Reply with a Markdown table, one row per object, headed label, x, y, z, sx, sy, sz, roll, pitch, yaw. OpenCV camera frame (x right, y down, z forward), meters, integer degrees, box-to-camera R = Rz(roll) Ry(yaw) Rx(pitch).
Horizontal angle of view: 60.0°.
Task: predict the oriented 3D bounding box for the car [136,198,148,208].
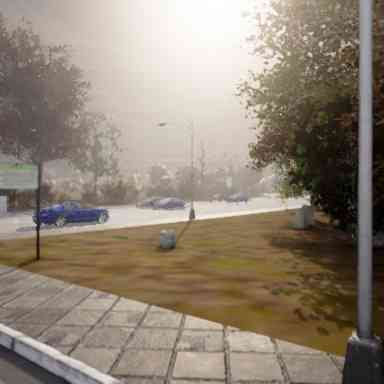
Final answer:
| label | x | y | z | sx | sy | sz | roll | pitch | yaw |
| --- | --- | --- | --- | --- | --- | --- | --- | --- | --- |
| car | -5.001 | 1.333 | 42.730 | 2.128 | 1.511 | 4.902 | 0 | 0 | 38 |

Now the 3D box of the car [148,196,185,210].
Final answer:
| label | x | y | z | sx | sy | sz | roll | pitch | yaw |
| --- | --- | --- | --- | --- | --- | --- | --- | --- | --- |
| car | -2.710 | 1.385 | 39.972 | 1.812 | 1.442 | 4.674 | 0 | 0 | 38 |

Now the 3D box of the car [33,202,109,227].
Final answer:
| label | x | y | z | sx | sy | sz | roll | pitch | yaw |
| --- | --- | --- | --- | --- | --- | --- | --- | --- | --- |
| car | -7.854 | 1.400 | 22.047 | 1.882 | 1.535 | 5.008 | 0 | 0 | 39 |

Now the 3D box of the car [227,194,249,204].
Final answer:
| label | x | y | z | sx | sy | sz | roll | pitch | yaw |
| --- | --- | --- | --- | --- | --- | --- | --- | --- | --- |
| car | 7.376 | 1.049 | 53.382 | 1.882 | 1.535 | 5.008 | 0 | 1 | 35 |
